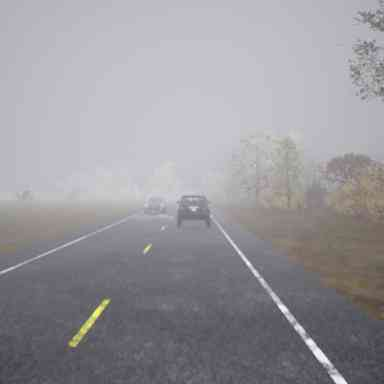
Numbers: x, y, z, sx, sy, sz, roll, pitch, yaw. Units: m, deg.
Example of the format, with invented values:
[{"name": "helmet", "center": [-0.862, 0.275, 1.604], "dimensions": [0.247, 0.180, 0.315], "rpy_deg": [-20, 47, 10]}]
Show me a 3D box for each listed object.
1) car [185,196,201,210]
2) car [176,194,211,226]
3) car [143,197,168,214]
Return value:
[{"name": "car", "center": [0.106, 1.364, 41.671], "dimensions": [1.882, 1.535, 5.008], "rpy_deg": [0, 0, 0]}, {"name": "car", "center": [0.103, 1.165, 22.916], "dimensions": [2.150, 2.045, 5.566], "rpy_deg": [0, 0, 0]}, {"name": "car", "center": [-3.570, 1.265, 33.465], "dimensions": [2.097, 1.767, 4.553], "rpy_deg": [0, 0, 0]}]
